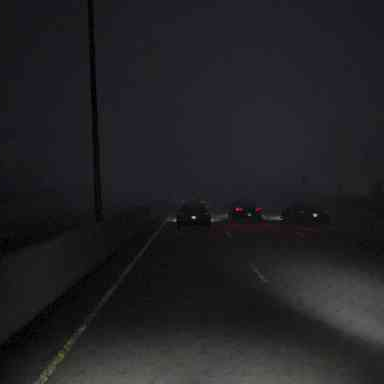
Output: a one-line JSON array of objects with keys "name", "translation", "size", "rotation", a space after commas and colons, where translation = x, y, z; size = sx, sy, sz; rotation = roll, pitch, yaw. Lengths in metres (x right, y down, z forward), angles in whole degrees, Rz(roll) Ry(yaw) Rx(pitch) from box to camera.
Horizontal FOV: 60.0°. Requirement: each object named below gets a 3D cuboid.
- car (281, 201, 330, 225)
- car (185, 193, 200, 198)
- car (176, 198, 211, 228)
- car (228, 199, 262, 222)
[{"name": "car", "translation": [7.094, 1.277, 21.162], "size": [1.994, 1.385, 4.181], "rotation": [0, 1, 0]}, {"name": "car", "translation": [0.088, 0.804, 42.968], "size": [2.163, 1.488, 4.792], "rotation": [0, 2, 0]}, {"name": "car", "translation": [0.095, 1.296, 19.786], "size": [1.994, 1.385, 4.181], "rotation": [0, 1, 0]}, {"name": "car", "translation": [3.593, 1.214, 23.073], "size": [1.812, 1.442, 4.674], "rotation": [0, 1, 0]}]
